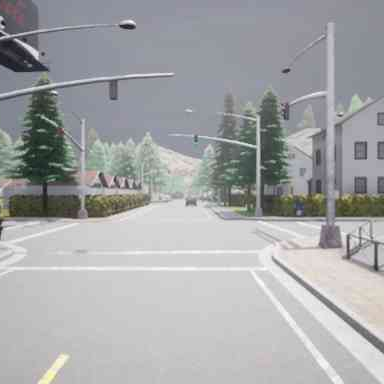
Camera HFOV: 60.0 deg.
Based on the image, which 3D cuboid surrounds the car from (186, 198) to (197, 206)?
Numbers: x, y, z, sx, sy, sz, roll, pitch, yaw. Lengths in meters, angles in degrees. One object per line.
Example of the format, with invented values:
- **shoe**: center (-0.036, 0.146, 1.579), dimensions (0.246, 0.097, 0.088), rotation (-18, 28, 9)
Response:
- **car**: center (-0.141, 1.754, 59.021), dimensions (1.837, 1.490, 4.892), rotation (0, 0, 0)
